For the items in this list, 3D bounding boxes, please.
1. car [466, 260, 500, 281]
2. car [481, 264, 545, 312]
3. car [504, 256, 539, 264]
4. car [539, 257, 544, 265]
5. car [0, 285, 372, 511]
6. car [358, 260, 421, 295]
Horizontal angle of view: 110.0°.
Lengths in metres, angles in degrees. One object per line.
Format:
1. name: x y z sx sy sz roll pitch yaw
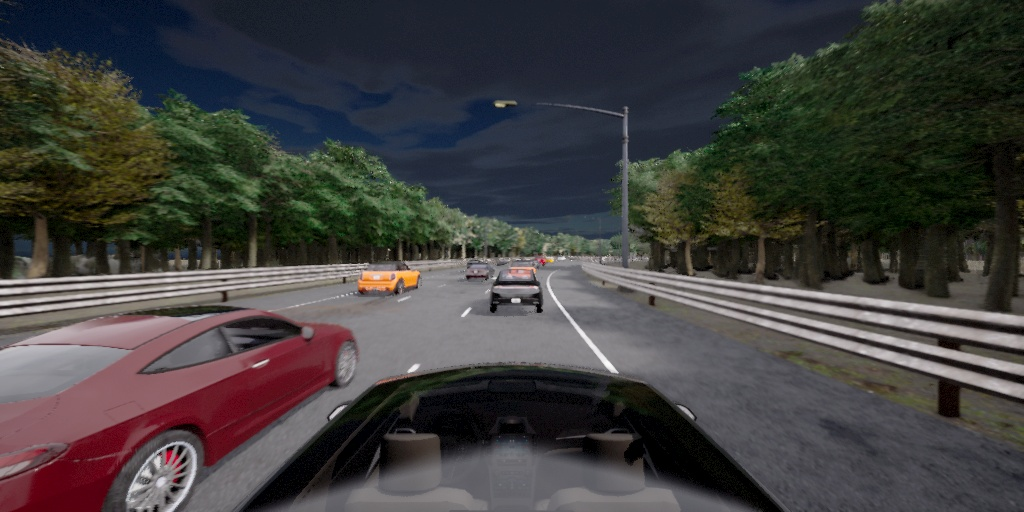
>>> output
1. car: -2.614 1.301 30.565 2.033 1.411 5.357 0 0 5
2. car: 0.198 1.246 14.149 2.128 1.511 4.902 0 0 2
3. car: 0.763 1.110 27.251 2.097 1.767 4.553 0 0 3
4. car: 3.431 1.310 56.469 2.033 1.411 5.357 0 0 7
5. car: -3.413 1.269 3.908 1.812 1.442 4.674 0 0 1
6. car: -6.564 1.095 19.750 2.097 1.767 4.553 0 0 3
